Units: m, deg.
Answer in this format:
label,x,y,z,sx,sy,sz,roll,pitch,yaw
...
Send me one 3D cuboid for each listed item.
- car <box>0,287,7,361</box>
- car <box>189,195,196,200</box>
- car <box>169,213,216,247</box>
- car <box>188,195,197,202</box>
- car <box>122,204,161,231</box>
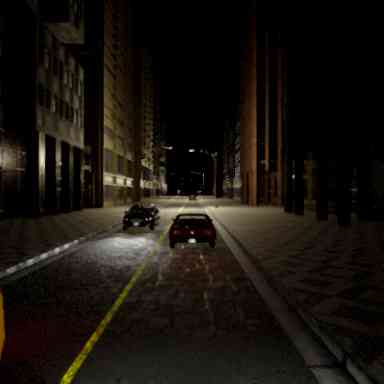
label,x,y,z,sx,sy,sz,roll,pitch,yaw
car,-3.101,1.472,1.818,1.882,1.535,5.008,0,0,0
car,0.137,1.454,88.723,2.033,1.411,5.357,0,0,0
car,0.019,1.605,15.128,1.895,1.301,4.718,0,0,0
car,0.122,1.470,78.303,1.882,1.535,5.008,0,0,0
car,-3.030,1.492,20.598,2.128,1.511,4.902,0,0,0
